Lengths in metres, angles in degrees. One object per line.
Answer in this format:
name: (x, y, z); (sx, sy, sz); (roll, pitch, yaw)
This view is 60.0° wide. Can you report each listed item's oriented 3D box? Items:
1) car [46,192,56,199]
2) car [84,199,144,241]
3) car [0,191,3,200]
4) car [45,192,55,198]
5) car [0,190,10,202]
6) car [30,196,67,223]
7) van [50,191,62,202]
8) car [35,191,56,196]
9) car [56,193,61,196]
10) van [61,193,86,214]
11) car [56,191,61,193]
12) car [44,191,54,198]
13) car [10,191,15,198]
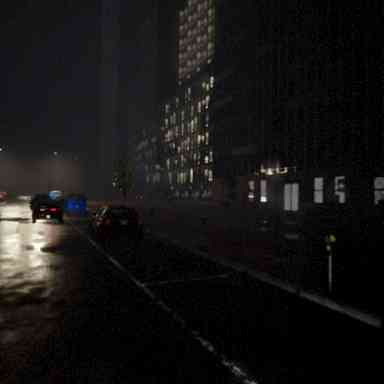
car: (-30.256, 0.742, 71.342); (1.752, 1.417, 4.829); (2, 0, -26)
car: (-3.718, 1.326, 15.936); (1.967, 1.590, 4.097); (2, 0, -26)
car: (-25.638, 0.896, 42.301); (1.752, 1.417, 4.829); (2, 0, -26)
car: (-32.589, 0.703, 76.212); (1.887, 1.381, 4.507); (2, 0, -26)
car: (-30.515, 0.563, 52.501); (2.192, 1.841, 5.009); (2, 0, -26)
car: (-9.859, 1.247, 22.682); (1.837, 1.490, 4.892); (1, 0, -25)
van: (-22.960, 0.739, 56.121); (1.690, 1.788, 3.998); (2, 0, -26)
car: (-16.093, 0.935, 35.714); (2.097, 1.767, 4.553); (1, 0, -25)
car: (-15.750, 1.162, 41.050); (1.802, 1.307, 4.206); (2, 0, -26)
van: (-10.931, 1.043, 31.006); (1.690, 1.788, 3.998); (2, 0, -26)
car: (-18.228, 1.042, 46.226); (1.752, 1.417, 4.829); (2, 0, -26)
car: (-34.991, 0.539, 81.236); (1.967, 1.590, 4.097); (2, 0, -26)
car: (-37.740, 0.612, 67.569); (1.887, 1.381, 4.507); (2, 0, -26)
